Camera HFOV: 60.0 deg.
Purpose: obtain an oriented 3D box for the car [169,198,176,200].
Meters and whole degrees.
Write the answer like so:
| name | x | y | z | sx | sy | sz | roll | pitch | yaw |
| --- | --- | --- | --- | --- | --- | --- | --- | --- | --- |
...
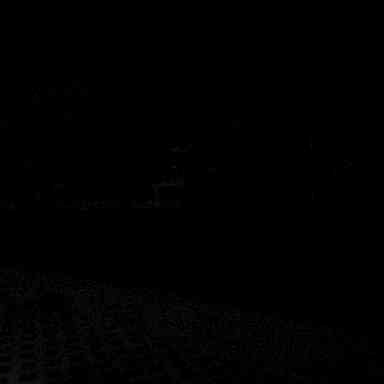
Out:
| name | x | y | z | sx | sy | sz | roll | pitch | yaw |
| --- | --- | --- | --- | --- | --- | --- | --- | --- | --- |
| car | -1.525 | 1.853 | 47.494 | 2.150 | 2.045 | 5.566 | -3 | -2 | 23 |

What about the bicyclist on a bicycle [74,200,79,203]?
| name | x | y | z | sx | sy | sz | roll | pitch | yaw |
| --- | --- | --- | --- | --- | --- | --- | --- | --- | --- |
| bicyclist on a bicycle | -8.225 | 1.372 | 23.858 | 1.656 | 1.620 | 0.582 | -3 | -2 | 23 |
